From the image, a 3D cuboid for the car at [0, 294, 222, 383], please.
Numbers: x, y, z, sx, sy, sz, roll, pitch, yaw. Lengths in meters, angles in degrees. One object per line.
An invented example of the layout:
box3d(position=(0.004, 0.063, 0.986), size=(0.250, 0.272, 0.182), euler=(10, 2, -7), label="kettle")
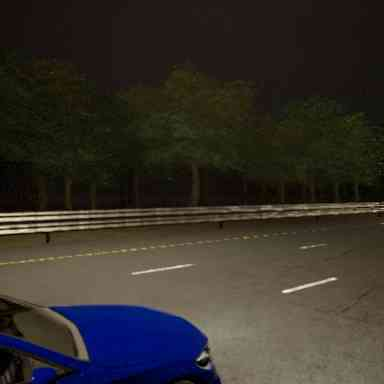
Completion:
box3d(position=(-1.910, 1.527, 2.508), size=(4.674, 1.442, 1.812), euler=(0, 0, -35), label="car")
